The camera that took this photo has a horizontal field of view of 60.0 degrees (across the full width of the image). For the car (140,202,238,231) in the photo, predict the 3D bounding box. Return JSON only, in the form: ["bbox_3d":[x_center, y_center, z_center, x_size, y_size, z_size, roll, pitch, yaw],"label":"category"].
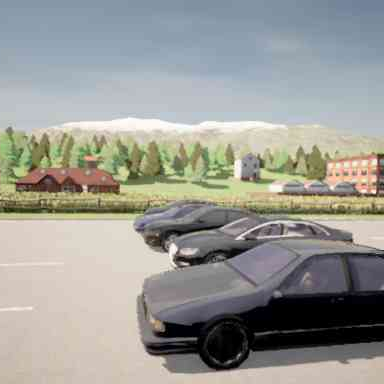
[{"bbox_3d":[0.769,1.287,12.161,5.008,1.535,1.882,1,1,-12],"label":"car"}]

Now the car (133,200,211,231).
[{"bbox_3d":[-0.009,1.281,15.573,5.357,1.411,2.033,1,1,-12],"label":"car"}]

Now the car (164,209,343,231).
[{"bbox_3d":[1.885,1.381,8.817,4.902,1.511,2.128,1,1,-12],"label":"car"}]

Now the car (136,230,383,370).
[{"bbox_3d":[1.863,1.498,5.242,5.357,1.411,2.033,1,1,-12],"label":"car"}]

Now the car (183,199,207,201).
[{"bbox_3d":[-0.279,1.173,19.090,4.892,1.490,1.837,1,1,-12],"label":"car"}]
